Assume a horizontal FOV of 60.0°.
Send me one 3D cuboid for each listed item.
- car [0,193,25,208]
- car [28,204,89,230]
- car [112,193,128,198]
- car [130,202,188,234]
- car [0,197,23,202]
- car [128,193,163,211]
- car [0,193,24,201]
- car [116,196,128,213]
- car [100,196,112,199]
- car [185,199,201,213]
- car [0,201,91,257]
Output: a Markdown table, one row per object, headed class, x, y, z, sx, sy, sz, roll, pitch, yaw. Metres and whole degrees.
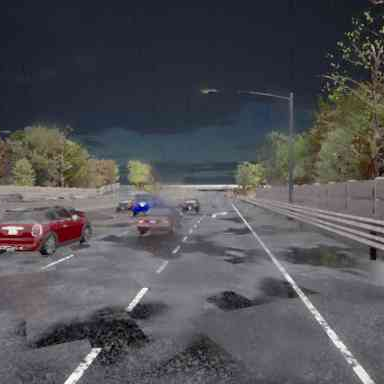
| class | x | y | z | sx | sy | sz | roll | pitch | yaw |
| --- | --- | --- | --- | --- | --- | --- | --- | --- | --- |
| car | -27.284 | 1.229 | 48.881 | 2.150 | 2.045 | 5.566 | 0 | 0 | 5 |
| car | -8.497 | 1.562 | 21.628 | 1.994 | 1.385 | 4.181 | 0 | 0 | 5 |
| car | -14.596 | 1.274 | 71.287 | 2.150 | 2.045 | 5.566 | 0 | 0 | 5 |
| car | -1.705 | 1.546 | 19.072 | 2.033 | 1.411 | 5.357 | 0 | 0 | 5 |
| car | -18.360 | 1.526 | 31.290 | 1.812 | 1.442 | 4.674 | 0 | 0 | 5 |
| car | -4.062 | 1.223 | 31.682 | 2.150 | 2.045 | 5.566 | 0 | 0 | 5 |
| car | -24.234 | 1.357 | 43.874 | 2.097 | 1.767 | 4.553 | 0 | 0 | 6 |
| car | -7.069 | 1.527 | 37.271 | 1.812 | 1.442 | 4.674 | 0 | 0 | 5 |
| car | -18.155 | 1.525 | 70.805 | 1.882 | 1.535 | 5.008 | 0 | 0 | 5 |
| car | -0.008 | 1.528 | 37.587 | 1.812 | 1.442 | 4.674 | 0 | 0 | 5 |
| car | -5.754 | 1.351 | 13.207 | 2.097 | 1.767 | 4.553 | 0 | 0 | 5 |
